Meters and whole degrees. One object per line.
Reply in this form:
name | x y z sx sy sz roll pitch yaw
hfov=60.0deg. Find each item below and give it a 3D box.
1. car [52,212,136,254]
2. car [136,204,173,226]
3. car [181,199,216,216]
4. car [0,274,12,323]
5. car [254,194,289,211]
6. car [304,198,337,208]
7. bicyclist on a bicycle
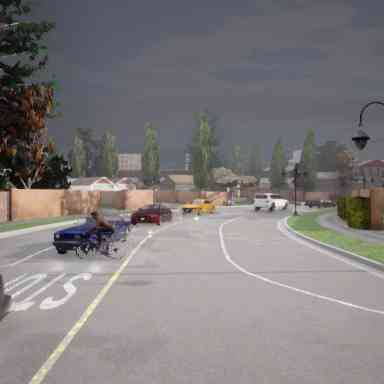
car | -3.826 1.603 13.553 1.895 1.301 4.718 0 0 2
car | -2.746 1.569 23.537 1.994 1.385 4.181 0 0 14
car | 0.721 1.482 33.394 1.882 1.535 5.008 0 0 28
car | -3.630 1.548 2.806 2.033 1.411 5.357 0 0 -2
car | 9.514 1.201 39.806 2.150 2.045 5.566 0 0 42
car | 18.395 1.547 47.124 5.357 1.411 2.033 0 0 -28
bicyclist on a bicycle | -2.996 1.457 10.907 1.656 1.620 0.582 -2 0 -2
